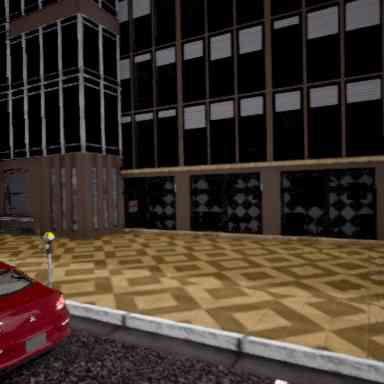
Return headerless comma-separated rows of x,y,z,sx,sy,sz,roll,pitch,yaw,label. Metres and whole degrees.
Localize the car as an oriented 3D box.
-3.610,1.588,4.750,4.206,1.307,1.802,-1,1,28,car
